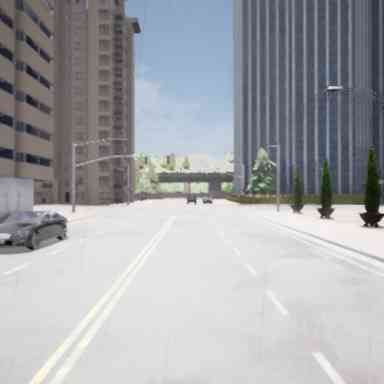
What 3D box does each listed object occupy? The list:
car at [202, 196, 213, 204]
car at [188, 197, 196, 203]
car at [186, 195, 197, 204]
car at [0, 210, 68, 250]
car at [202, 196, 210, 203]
[{"bbox_3d":[3.464,1.960,71.584,1.895,1.301,4.718,0,0,0],"label":"car"},{"bbox_3d":[-0.042,1.951,81.973,1.994,1.385,4.181,0,0,0],"label":"car"},{"bbox_3d":[-0.037,1.593,71.588,2.150,2.045,5.566,0,0,0],"label":"car"},{"bbox_3d":[-7.093,1.574,14.735,2.128,1.511,4.902,0,0,0],"label":"car"},{"bbox_3d":[3.458,1.861,81.779,1.837,1.490,4.892,0,0,0],"label":"car"}]
